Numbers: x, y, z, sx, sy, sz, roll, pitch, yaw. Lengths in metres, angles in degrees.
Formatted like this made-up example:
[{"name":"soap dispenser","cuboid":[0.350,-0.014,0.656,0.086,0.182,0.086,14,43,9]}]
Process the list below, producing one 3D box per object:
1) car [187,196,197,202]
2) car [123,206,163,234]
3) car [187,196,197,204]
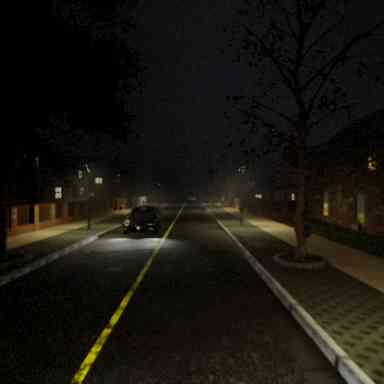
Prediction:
[{"name":"car","cuboid":[-0.017,1.597,75.660,2.033,1.411,5.357,0,0,0]},{"name":"car","cuboid":[-2.754,1.600,19.444,1.837,1.490,4.892,0,0,0]},{"name":"car","cuboid":[-0.013,1.736,65.538,1.895,1.301,4.718,0,0,0]}]
